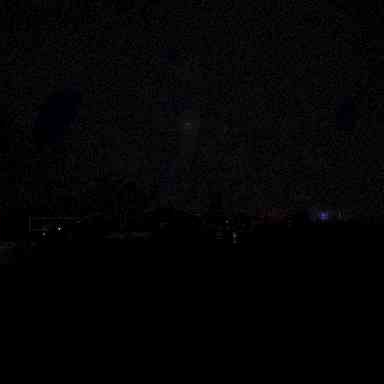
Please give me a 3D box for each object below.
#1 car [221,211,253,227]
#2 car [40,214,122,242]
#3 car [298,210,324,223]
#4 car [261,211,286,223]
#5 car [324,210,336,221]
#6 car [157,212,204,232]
[{"bbox_3d":[4.928,2.835,35.597,1.837,1.490,4.892,0,-2,36],"label":"car"},{"bbox_3d":[-6.416,2.036,19.730,2.128,1.511,4.902,0,-2,37],"label":"car"},{"bbox_3d":[16.393,3.481,46.649,2.128,1.511,4.902,0,-2,36],"label":"car"},{"bbox_3d":[10.786,3.230,43.784,1.882,1.535,5.008,0,-2,36],"label":"car"},{"bbox_3d":[22.164,3.768,54.775,2.097,1.767,4.553,0,-3,37],"label":"car"},{"bbox_3d":[-0.859,2.415,27.476,2.128,1.511,4.902,0,-2,35],"label":"car"}]
